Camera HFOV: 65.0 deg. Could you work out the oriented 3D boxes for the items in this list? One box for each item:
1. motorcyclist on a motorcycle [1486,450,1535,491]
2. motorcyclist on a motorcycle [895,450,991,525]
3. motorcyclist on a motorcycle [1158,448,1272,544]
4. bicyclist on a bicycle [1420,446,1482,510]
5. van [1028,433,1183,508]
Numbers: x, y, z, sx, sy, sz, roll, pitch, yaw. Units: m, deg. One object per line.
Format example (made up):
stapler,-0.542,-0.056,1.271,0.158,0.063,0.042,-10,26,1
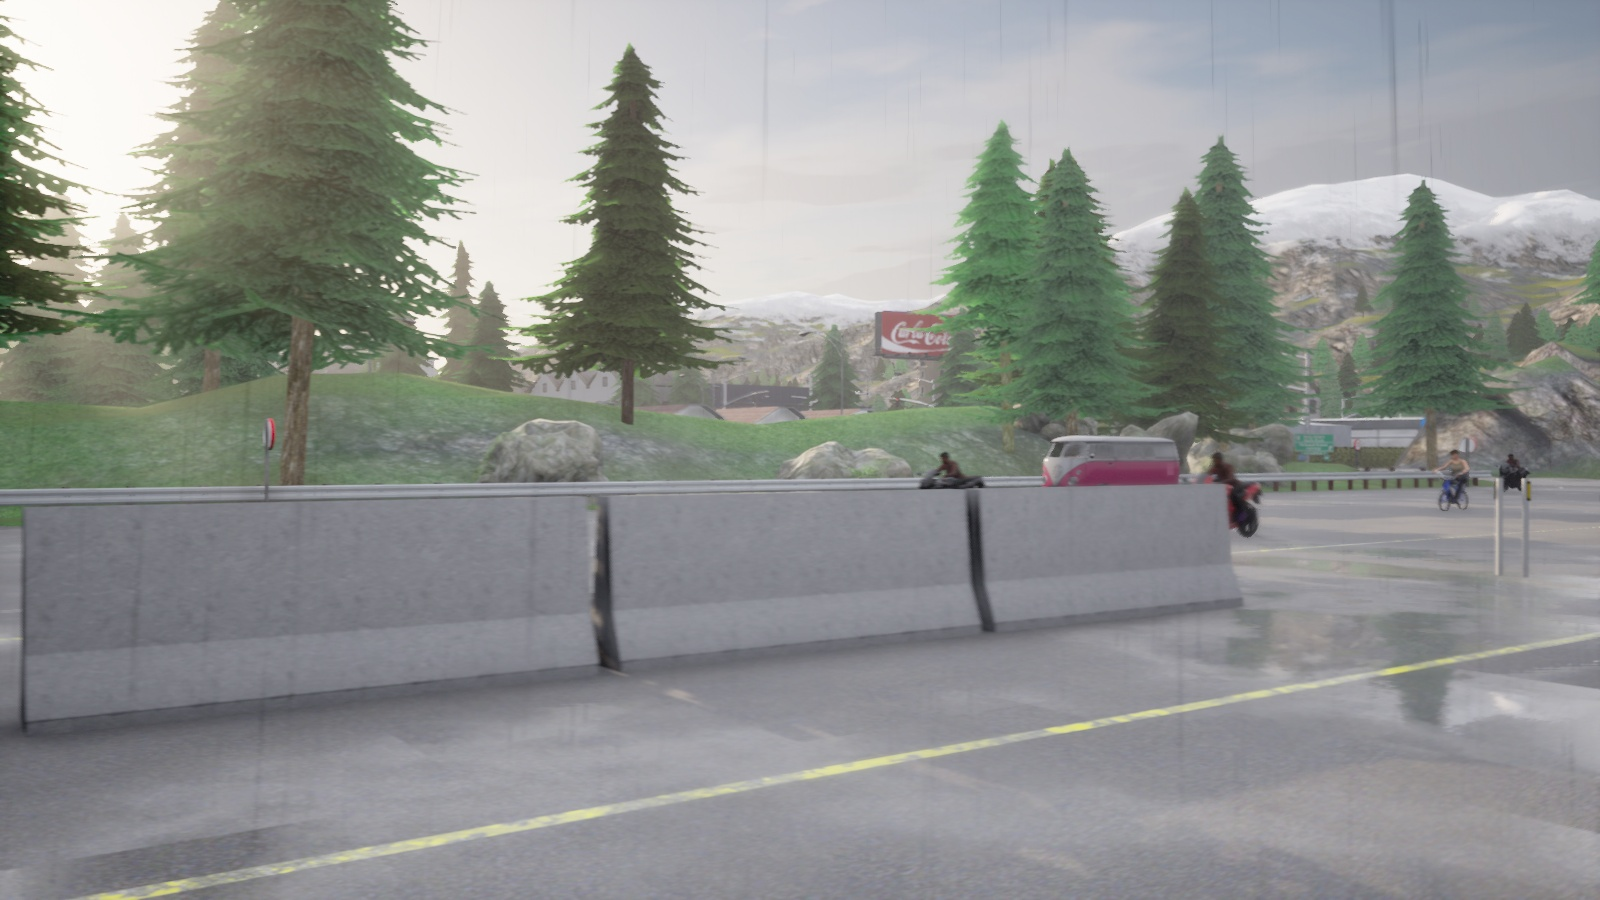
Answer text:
motorcyclist on a motorcycle,27.300,0.764,48.243,2.044,1.523,0.797,-1,0,-35
motorcyclist on a motorcycle,3.106,0.776,27.235,2.044,1.523,0.797,-2,1,-36
motorcyclist on a motorcycle,7.120,0.754,21.501,2.044,1.523,0.797,-2,1,-36
bicyclist on a bicycle,16.923,0.712,32.633,1.509,1.612,0.866,-1,1,-37
van,8.620,0.554,35.271,4.442,1.987,1.775,0,0,-36
